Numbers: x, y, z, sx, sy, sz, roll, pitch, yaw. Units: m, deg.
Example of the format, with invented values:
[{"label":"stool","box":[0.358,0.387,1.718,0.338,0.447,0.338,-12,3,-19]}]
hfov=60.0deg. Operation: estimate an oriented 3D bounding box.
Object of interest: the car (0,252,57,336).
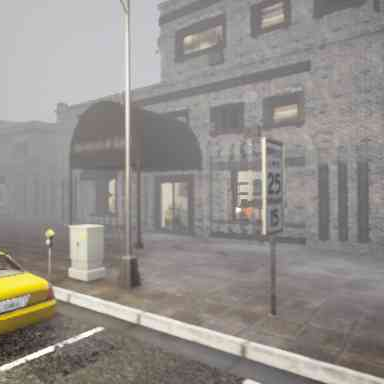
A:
[{"label":"car","box":[-4.399,1.552,6.011,4.829,1.417,1.752,0,0,35]}]
